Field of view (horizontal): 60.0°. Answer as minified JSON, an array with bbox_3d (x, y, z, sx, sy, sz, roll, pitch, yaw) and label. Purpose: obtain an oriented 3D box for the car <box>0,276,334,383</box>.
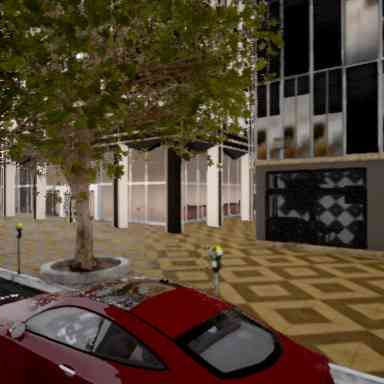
[{"bbox_3d":[-0.736,1.564,3.410,4.206,1.307,1.802,1,0,36],"label":"car"}]
